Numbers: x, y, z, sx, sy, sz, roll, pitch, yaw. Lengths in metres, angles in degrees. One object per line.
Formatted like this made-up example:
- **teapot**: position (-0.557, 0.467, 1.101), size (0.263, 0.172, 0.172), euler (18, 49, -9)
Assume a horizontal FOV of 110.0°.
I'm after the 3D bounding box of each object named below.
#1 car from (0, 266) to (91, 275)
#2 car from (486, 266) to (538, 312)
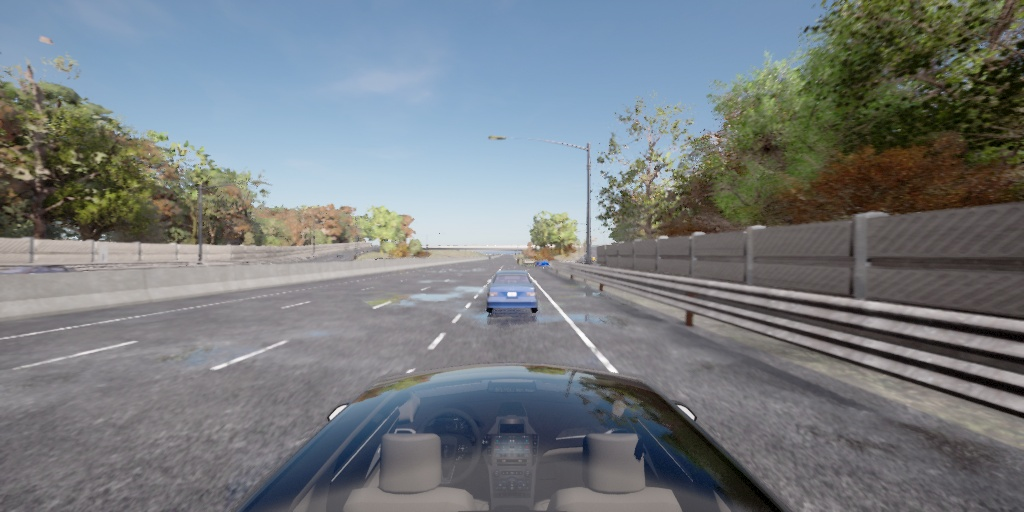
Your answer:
- **car**: position (-28.095, 1.279, 21.118), size (2.033, 1.411, 5.357), euler (0, 0, 0)
- **car**: position (0.000, 1.281, 14.115), size (2.033, 1.411, 5.357), euler (0, 0, 0)
